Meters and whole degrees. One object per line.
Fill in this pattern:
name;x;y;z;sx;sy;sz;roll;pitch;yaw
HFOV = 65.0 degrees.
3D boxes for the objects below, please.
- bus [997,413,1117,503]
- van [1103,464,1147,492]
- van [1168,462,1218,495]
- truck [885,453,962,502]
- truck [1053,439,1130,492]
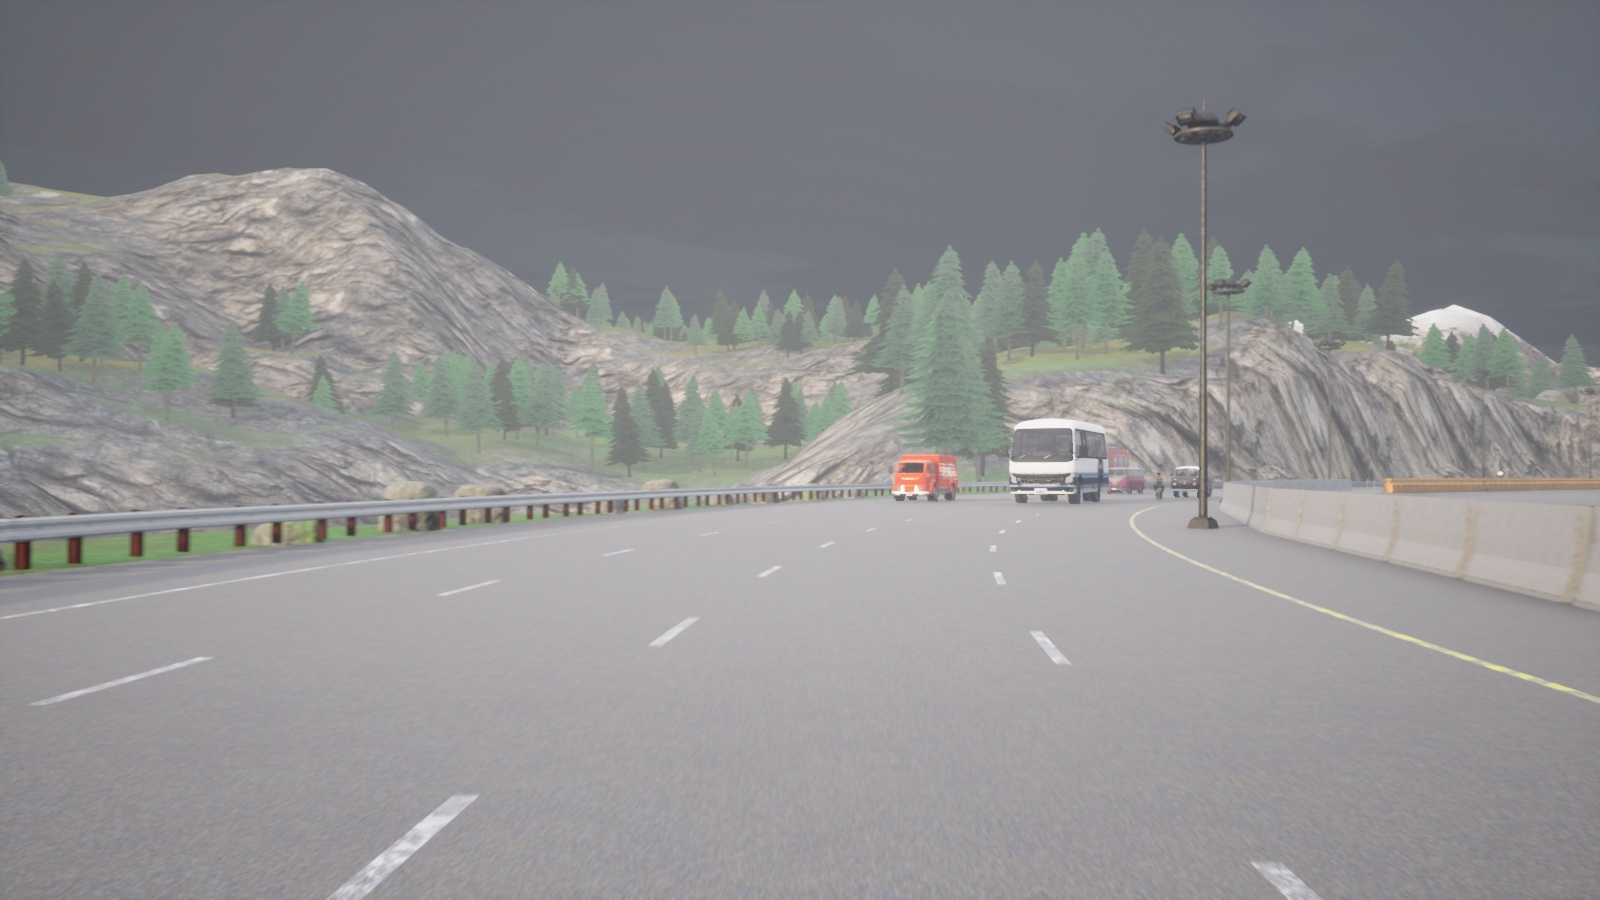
bus;13.355;0.492;64.446;3.944;4.253;10.273;-1;-1;23
van;23.675;2.055;91.432;1.775;1.987;4.442;-1;-1;33
van;25.182;1.842;80.377;2.069;2.038;4.480;-1;-2;30
truck;6.595;1.424;66.361;2.627;2.467;5.204;-1;-1;23
truck;22.300;1.213;95.813;2.891;3.827;8.468;-1;-1;34
